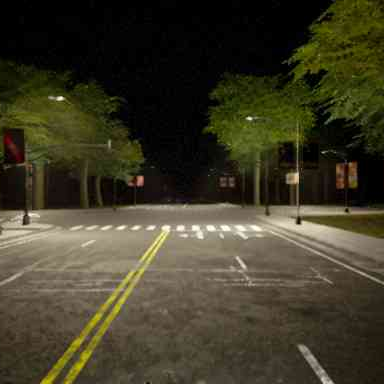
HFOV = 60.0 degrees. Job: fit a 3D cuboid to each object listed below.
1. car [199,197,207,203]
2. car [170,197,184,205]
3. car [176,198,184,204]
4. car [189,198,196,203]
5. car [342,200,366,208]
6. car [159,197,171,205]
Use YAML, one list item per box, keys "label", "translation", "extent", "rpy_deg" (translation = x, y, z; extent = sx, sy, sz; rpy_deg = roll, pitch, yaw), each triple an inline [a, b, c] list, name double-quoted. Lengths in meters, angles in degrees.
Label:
- label: "car"
  translation: [3.366, 2.508, 94.839]
  extent: [2.033, 1.411, 5.357]
  rpy_deg: [0, -1, 0]
- label: "car"
  translation: [-3.158, 2.299, 75.376]
  extent: [2.033, 1.411, 5.357]
  rpy_deg: [0, -1, 0]
- label: "car"
  translation: [-3.138, 2.474, 91.179]
  extent: [2.033, 1.411, 5.357]
  rpy_deg: [0, -1, 0]
- label: "car"
  translation: [0.116, 2.508, 94.842]
  extent: [2.033, 1.411, 5.357]
  rpy_deg: [0, -1, 0]
- label: "car"
  translation: [28.732, 2.040, 58.913]
  extent: [4.181, 1.385, 1.994]
  rpy_deg: [0, 0, -23]
- label: "car"
  translation: [-6.408, 2.312, 75.379]
  extent: [1.994, 1.385, 4.181]
  rpy_deg: [0, -1, 0]
